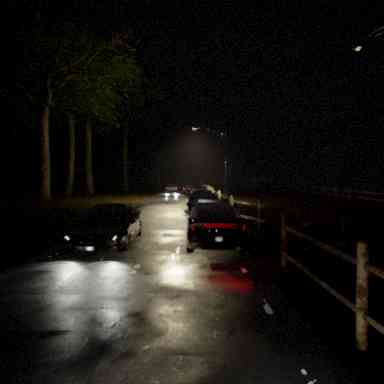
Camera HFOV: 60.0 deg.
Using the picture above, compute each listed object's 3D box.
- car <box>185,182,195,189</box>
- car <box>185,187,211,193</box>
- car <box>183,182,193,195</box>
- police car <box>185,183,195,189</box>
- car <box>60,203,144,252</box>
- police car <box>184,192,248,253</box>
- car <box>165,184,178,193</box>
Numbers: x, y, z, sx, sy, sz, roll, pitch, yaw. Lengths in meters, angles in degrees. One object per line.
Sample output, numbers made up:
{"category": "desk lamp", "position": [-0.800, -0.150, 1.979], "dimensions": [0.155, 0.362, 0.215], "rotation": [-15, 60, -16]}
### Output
{"category": "car", "position": [-0.458, -1.329, 67.423], "dimensions": [1.994, 1.385, 4.181], "rotation": [0, 3, 0]}
{"category": "car", "position": [0.677, 0.689, 21.829], "dimensions": [1.882, 1.535, 5.008], "rotation": [0, 2, 0]}
{"category": "car", "position": [-0.311, -0.403, 47.786], "dimensions": [2.033, 1.411, 5.357], "rotation": [0, 3, 0]}
{"category": "police car", "position": [0.636, 0.371, 27.934], "dimensions": [1.930, 1.638, 5.238], "rotation": [0, 3, 0]}
{"category": "car", "position": [-2.934, 1.138, 12.133], "dimensions": [2.033, 1.411, 5.357], "rotation": [0, 2, 0]}
{"category": "police car", "position": [0.745, 1.026, 11.944], "dimensions": [1.930, 1.638, 5.238], "rotation": [0, 2, 0]}
{"category": "car", "position": [-3.186, -0.586, 52.772], "dimensions": [1.895, 1.301, 4.718], "rotation": [0, 3, 0]}
